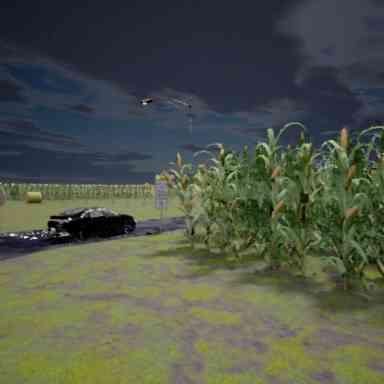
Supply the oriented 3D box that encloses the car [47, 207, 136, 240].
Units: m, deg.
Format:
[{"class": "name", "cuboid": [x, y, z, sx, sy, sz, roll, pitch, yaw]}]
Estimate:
[{"class": "car", "cuboid": [-5.040, 1.529, 17.366, 2.128, 1.511, 4.902, 1, 0, 34]}]
